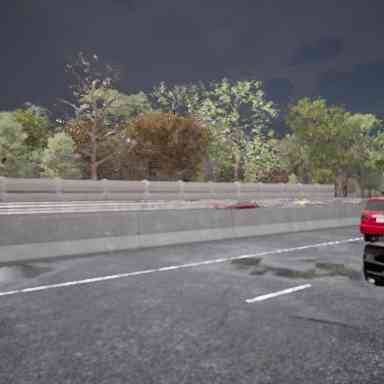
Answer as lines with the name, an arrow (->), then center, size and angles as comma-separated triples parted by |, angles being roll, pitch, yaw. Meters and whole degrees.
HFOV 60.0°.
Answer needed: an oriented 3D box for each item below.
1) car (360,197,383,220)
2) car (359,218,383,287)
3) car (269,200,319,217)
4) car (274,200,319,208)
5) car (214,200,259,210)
car -> 9.833, 1.244, 15.066 | 5.566, 2.045, 2.150 | 0, 0, -35
car -> 6.171, 1.489, 8.148 | 5.008, 1.535, 1.882 | 0, 0, -36
car -> 10.063, 1.535, 32.609 | 4.902, 1.511, 2.128 | 0, 0, -35
car -> 8.851, 1.512, 27.472 | 5.008, 1.535, 1.882 | 0, 0, -35
car -> 4.444, 1.511, 32.931 | 5.008, 1.535, 1.882 | 0, 0, -35
